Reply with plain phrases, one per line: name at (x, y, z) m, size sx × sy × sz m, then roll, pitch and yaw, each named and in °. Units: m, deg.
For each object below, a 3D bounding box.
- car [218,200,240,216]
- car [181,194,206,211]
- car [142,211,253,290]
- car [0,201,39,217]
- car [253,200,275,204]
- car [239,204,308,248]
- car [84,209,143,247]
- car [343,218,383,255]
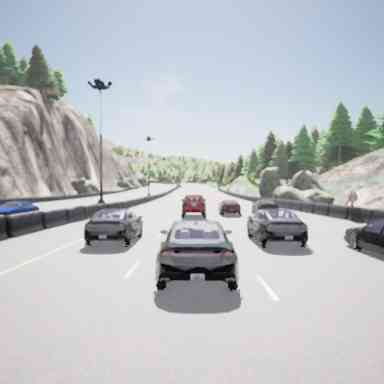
car at (3.676, 1.485, 33.099) m, size 1.882 × 1.535 × 5.008 m, roll 0°, pitch 0°, yaw 0°
car at (0.172, 1.225, 31.124) m, size 2.150 × 2.045 × 5.566 m, roll 0°, pitch 0°, yaw 0°
car at (0.117, 1.493, 9.087) m, size 2.128 × 1.511 × 4.902 m, roll 0°, pitch 0°, yaw 0°
car at (-13.990, 1.458, 26.384) m, size 1.882 × 1.535 × 5.008 m, roll 0°, pitch 0°, yaw 1°
car at (7.176, 1.491, 33.107) m, size 1.882 × 1.535 × 5.008 m, roll 0°, pitch 0°, yaw 0°
car at (3.631, 1.499, 14.831) m, size 2.128 × 1.511 × 4.902 m, roll 0°, pitch 0°, yaw 0°
car at (-3.368, 1.488, 15.003) m, size 2.128 × 1.511 × 4.902 m, roll 0°, pitch 0°, yaw 0°
car at (7.122, 1.560, 11.236) m, size 2.033 × 1.411 × 5.357 m, roll 0°, pitch 0°, yaw 0°
